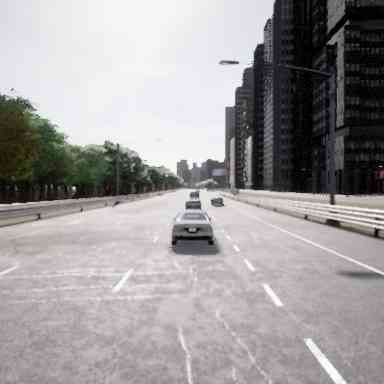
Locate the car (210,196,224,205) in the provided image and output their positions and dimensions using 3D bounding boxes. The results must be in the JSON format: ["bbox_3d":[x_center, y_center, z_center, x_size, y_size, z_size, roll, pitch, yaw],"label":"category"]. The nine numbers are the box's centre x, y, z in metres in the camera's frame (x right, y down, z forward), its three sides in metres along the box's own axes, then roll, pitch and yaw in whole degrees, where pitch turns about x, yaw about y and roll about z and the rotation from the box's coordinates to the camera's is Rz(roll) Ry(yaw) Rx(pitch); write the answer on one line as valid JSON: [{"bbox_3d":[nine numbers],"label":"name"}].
[{"bbox_3d":[3.901,1.303,52.248,2.128,1.511,4.902,0,0,1],"label":"car"}]

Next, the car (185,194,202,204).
[{"bbox_3d":[0.176,1.384,39.730,2.128,1.511,4.902,0,0,0],"label":"car"}]

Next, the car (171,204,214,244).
[{"bbox_3d":[0.028,1.538,15.725,2.033,1.411,5.357,0,0,0],"label":"car"}]

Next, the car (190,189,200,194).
[{"bbox_3d":[0.570,0.900,72.306,2.150,2.045,5.566,0,0,1],"label":"car"}]
